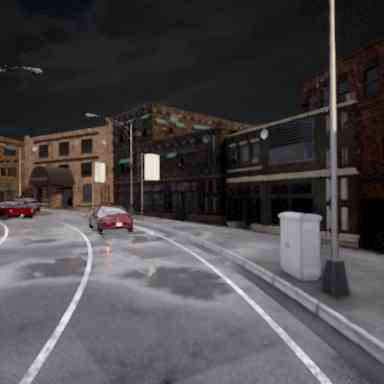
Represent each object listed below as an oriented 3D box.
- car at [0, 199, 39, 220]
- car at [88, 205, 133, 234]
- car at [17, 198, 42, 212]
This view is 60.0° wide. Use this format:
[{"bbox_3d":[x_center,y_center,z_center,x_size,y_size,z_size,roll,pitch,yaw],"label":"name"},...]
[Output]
[{"bbox_3d":[-14.265,1.468,26.674,1.895,1.301,4.718,0,0,-43],"label":"car"},{"bbox_3d":[-4.641,1.457,18.817,1.812,1.442,4.674,0,0,-25],"label":"car"},{"bbox_3d":[-17.496,1.340,34.519,4.902,1.511,2.128,0,0,38],"label":"car"}]
